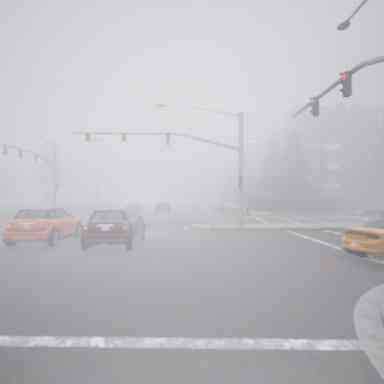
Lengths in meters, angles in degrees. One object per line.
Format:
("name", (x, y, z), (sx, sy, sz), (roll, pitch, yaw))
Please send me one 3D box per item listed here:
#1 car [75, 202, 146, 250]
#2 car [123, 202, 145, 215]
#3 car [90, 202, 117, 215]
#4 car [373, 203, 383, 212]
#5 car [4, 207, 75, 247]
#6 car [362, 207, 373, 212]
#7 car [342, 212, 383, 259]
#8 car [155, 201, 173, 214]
("car", (-3.402, 1.480, 15.184), (2.097, 1.767, 4.553), (0, -1, 0))
("car", (-6.915, 1.904, 40.103), (1.994, 1.385, 4.181), (0, 0, 0))
("car", (-10.414, 1.935, 39.367), (1.895, 1.301, 4.718), (0, 0, 0))
("car", (19.727, 1.736, 30.288), (5.008, 1.535, 1.882), (0, 0, -1))
("car", (-6.903, 1.488, 16.024), (2.097, 1.767, 4.553), (0, -1, 0))
("car", (19.820, 1.814, 33.797), (4.674, 1.442, 1.812), (0, 0, 0))
("car", (7.714, 1.576, 11.461), (5.008, 1.535, 1.882), (0, -2, -13))
("car", (-3.415, 1.847, 40.314), (1.837, 1.490, 4.892), (0, 0, 0))
